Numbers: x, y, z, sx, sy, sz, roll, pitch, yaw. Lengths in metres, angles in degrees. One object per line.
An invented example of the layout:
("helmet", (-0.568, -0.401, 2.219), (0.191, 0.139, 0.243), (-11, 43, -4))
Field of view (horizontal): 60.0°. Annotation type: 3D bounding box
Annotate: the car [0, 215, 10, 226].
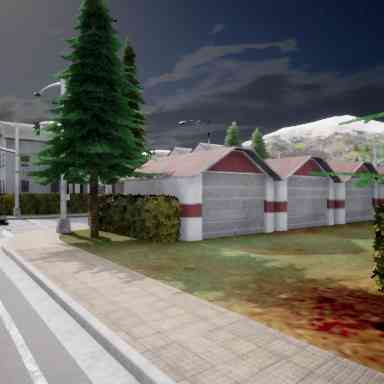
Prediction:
("car", (-13.546, 1.558, 19.050), (5.357, 1.411, 2.033), (0, 0, -37))
